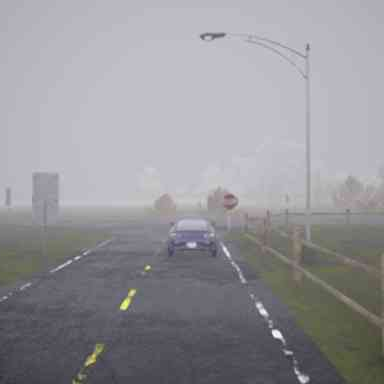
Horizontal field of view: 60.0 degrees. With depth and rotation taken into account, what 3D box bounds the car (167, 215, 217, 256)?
[{"bbox_3d":[0.027,1.668,13.664,1.812,1.442,4.674,0,-1,1],"label":"car"}]
